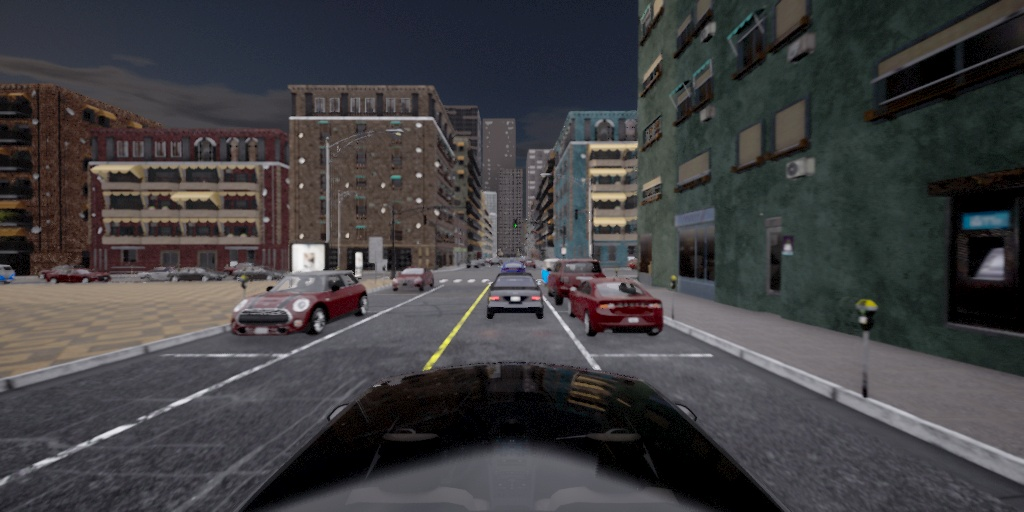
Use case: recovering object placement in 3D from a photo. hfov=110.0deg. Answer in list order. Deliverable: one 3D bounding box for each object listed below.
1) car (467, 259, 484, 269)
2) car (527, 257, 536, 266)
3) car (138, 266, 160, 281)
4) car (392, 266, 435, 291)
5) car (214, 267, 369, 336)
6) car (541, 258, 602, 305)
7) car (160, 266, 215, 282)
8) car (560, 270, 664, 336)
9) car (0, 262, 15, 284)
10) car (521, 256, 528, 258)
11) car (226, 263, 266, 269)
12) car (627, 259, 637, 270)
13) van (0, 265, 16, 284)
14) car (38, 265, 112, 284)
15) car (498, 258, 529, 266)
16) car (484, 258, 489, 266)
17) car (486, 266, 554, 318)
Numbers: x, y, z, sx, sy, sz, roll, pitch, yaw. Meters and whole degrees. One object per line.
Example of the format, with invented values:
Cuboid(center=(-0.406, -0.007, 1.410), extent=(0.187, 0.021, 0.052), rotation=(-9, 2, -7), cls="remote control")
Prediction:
Cuboid(center=(-5.708, 1.191, 53.611), extent=(1.948, 1.339, 4.313), rotation=(0, 0, 0), cls="car")
Cuboid(center=(2.673, 1.208, 53.602), extent=(1.802, 1.307, 4.207), rotation=(0, 0, 0), cls="car")
Cuboid(center=(-32.857, 1.735, 34.611), extent=(4.718, 1.301, 1.895), rotation=(-1, 1, 0), cls="car")
Cuboid(center=(-5.698, 1.282, 21.206), extent=(1.802, 1.307, 4.207), rotation=(0, 0, 0), cls="car")
Cuboid(center=(-5.695, 1.167, 10.151), extent=(1.967, 1.591, 4.097), rotation=(0, 0, 0), cls="car")
Cuboid(center=(2.685, 1.029, 15.680), extent=(2.192, 1.841, 5.009), rotation=(0, 0, 0), cls="car")
Cuboid(center=(-27.972, 1.641, 31.929), extent=(4.403, 1.370, 2.007), rotation=(0, 0, 0), cls="car")
Cuboid(center=(2.686, 1.273, 10.152), extent=(1.888, 1.381, 4.507), rotation=(0, 0, 0), cls="car")
Cuboid(center=(-52.258, 1.717, 34.560), extent=(5.566, 2.045, 2.150), rotation=(-1, 1, 0), cls="car")
Cuboid(center=(2.672, 1.181, 59.125), extent=(1.948, 1.339, 4.313), rotation=(0, 0, 0), cls="car")
Cuboid(center=(-22.403, 1.560, 31.971), extent=(4.403, 1.370, 2.007), rotation=(0, 0, 0), cls="car")
Cuboid(center=(15.760, 0.686, 40.765), extent=(5.009, 1.841, 2.192), rotation=(0, 0, 0), cls="car")
Cuboid(center=(-46.862, 1.706, 31.891), extent=(3.998, 1.789, 1.690), rotation=(0, 0, 0), cls="van")
Cuboid(center=(-38.401, 1.787, 31.897), extent=(4.507, 1.381, 1.888), rotation=(0, 0, 0), cls="car")
Cuboid(center=(0.093, 1.160, 28.215), extent=(1.882, 1.535, 5.008), rotation=(0, 0, 0), cls="car")
Cuboid(center=(-5.711, 1.170, 64.658), extent=(1.948, 1.339, 4.313), rotation=(0, 0, 0), cls="car")
Cuboid(center=(0.096, 1.269, 12.815), extent=(2.033, 1.411, 5.357), rotation=(0, 0, 0), cls="car")
